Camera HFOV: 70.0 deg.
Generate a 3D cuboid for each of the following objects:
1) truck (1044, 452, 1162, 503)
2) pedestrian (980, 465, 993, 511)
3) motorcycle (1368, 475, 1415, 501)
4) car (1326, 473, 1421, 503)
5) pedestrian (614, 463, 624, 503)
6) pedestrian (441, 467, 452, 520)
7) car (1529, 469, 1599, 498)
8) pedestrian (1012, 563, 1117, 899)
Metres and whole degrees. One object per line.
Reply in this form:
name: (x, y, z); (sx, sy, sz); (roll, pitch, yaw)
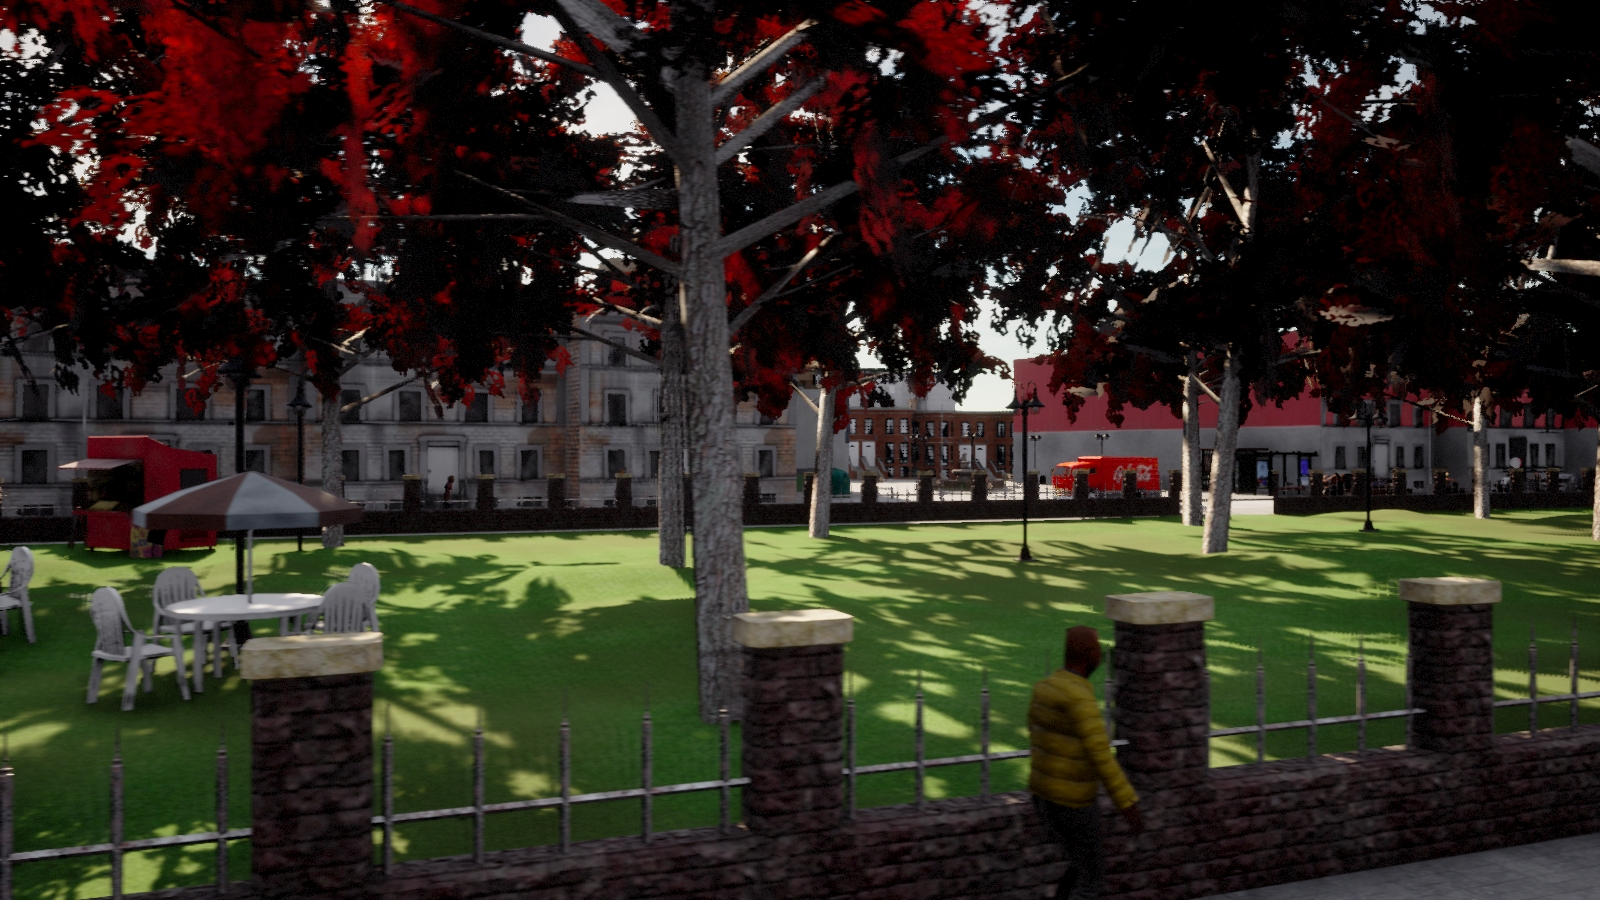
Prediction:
truck: (15.248, 1.347, 57.582); (5.204, 2.467, 2.627); (0, 0, -20)
pedestrian: (7.536, 1.523, 46.232); (0.375, 1.860, 0.375); (0, 0, -17)
motorcycle: (30.470, 1.949, 58.877); (2.356, 1.277, 0.764); (0, 0, -20)
car: (29.316, 1.910, 58.454); (4.181, 1.385, 1.994); (-1, 0, -20)
pedestrian: (-8.364, 1.524, 52.696); (0.375, 1.860, 0.375); (0, 0, -20)
pedestrian: (-12.476, 1.524, 40.338); (0.375, 1.860, 0.375); (0, 0, -16)
car: (43.319, 1.827, 63.529); (4.902, 1.511, 2.128); (0, 0, -20)
pedestrian: (1.330, 1.525, 5.766); (0.375, 1.860, 0.375); (0, 0, -20)
